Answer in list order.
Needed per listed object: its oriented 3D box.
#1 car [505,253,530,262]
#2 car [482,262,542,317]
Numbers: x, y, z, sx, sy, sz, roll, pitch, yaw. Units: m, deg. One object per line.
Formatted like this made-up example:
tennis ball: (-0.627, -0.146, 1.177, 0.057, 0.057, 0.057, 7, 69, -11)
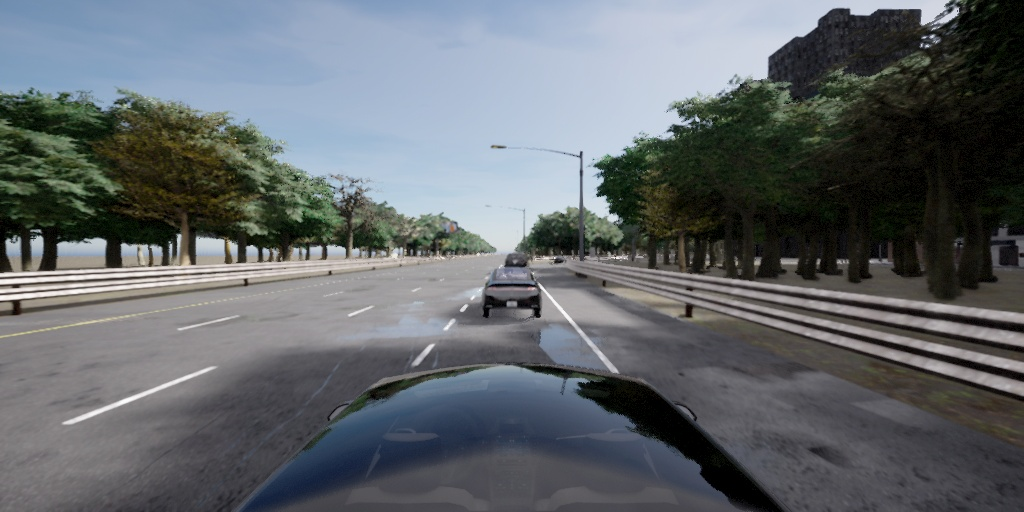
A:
car: (0.596, 0.689, 36.732, 2.150, 2.045, 5.566, 0, 0, 7)
car: (-0.003, 1.151, 12.748, 2.128, 1.511, 4.902, 0, 0, 0)
